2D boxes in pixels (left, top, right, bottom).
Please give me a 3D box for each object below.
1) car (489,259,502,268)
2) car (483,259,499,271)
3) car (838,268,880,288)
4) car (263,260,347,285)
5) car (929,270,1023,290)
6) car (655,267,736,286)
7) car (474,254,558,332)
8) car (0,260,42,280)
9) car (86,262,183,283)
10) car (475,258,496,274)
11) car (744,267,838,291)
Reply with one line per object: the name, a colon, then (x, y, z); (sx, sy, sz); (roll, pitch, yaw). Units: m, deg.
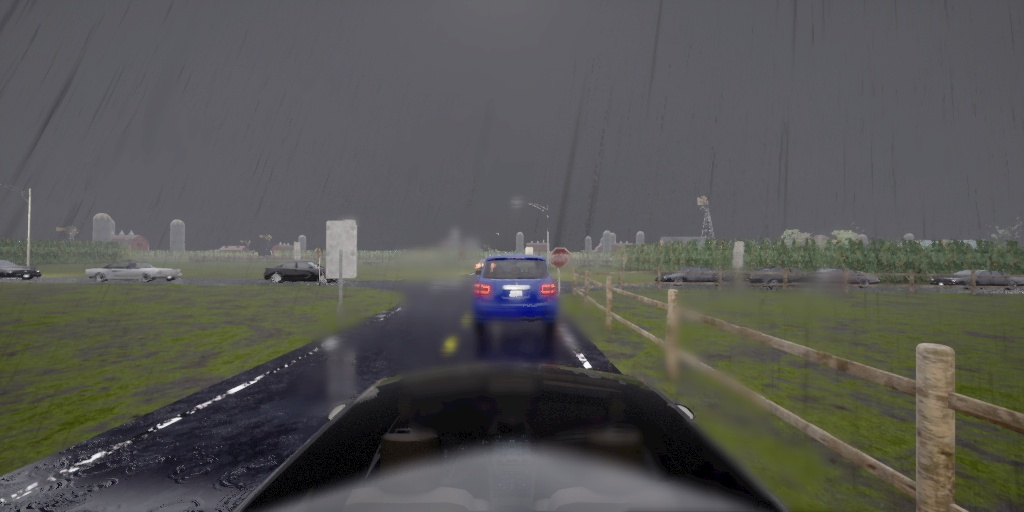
car: (-2.929, 1.261, 63.403); (2.033, 1.411, 5.357); (0, 0, 0)
car: (-2.924, 1.207, 50.599); (1.882, 1.535, 5.008); (0, 0, 0)
car: (23.987, 1.612, 26.656); (5.357, 1.411, 2.033); (1, -1, 0)
car: (-13.681, 1.072, 23.898); (5.008, 1.535, 1.882); (1, -1, -2)
car: (34.563, 1.740, 26.631); (5.357, 1.411, 2.033); (1, -1, 0)
car: (13.577, 1.489, 26.655); (5.357, 1.411, 2.033); (1, -1, -1)
car: (0.060, 0.973, 11.048); (2.150, 2.045, 5.566); (0, 0, -1)
car: (-34.869, 0.918, 23.818); (5.357, 1.411, 2.033); (1, -1, 1)
car: (-24.932, 1.074, 23.795); (4.718, 1.301, 1.895); (1, -1, 0)
car: (-2.913, 1.090, 40.695); (2.097, 1.767, 4.553); (0, 0, 0)
car: (18.109, 1.458, 23.710); (4.892, 1.490, 1.837); (1, -1, 0)
